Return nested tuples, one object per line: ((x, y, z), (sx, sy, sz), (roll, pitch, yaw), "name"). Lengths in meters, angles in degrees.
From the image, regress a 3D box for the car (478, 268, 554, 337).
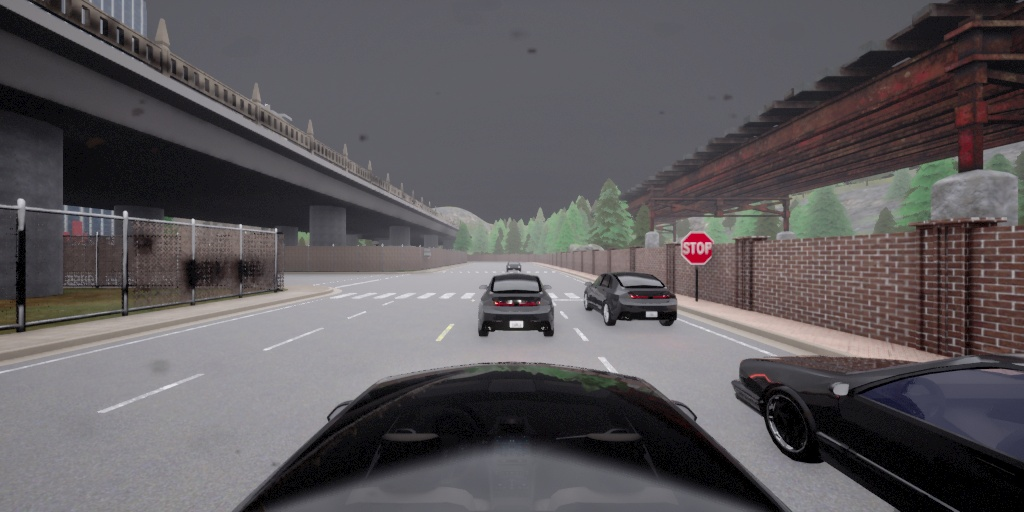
((0.103, 1.255, 10.293), (1.837, 1.490, 4.892), (0, 0, 0), "car")

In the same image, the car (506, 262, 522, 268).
((0.218, 1.351, 45.469), (1.895, 1.301, 4.718), (0, 0, -1), "car")

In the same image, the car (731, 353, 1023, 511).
((3.600, 1.297, 1.904), (2.033, 1.411, 5.357), (0, 0, 0), "car")

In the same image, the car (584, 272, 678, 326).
((3.605, 1.255, 11.651), (1.837, 1.490, 4.892), (0, 0, 0), "car")
